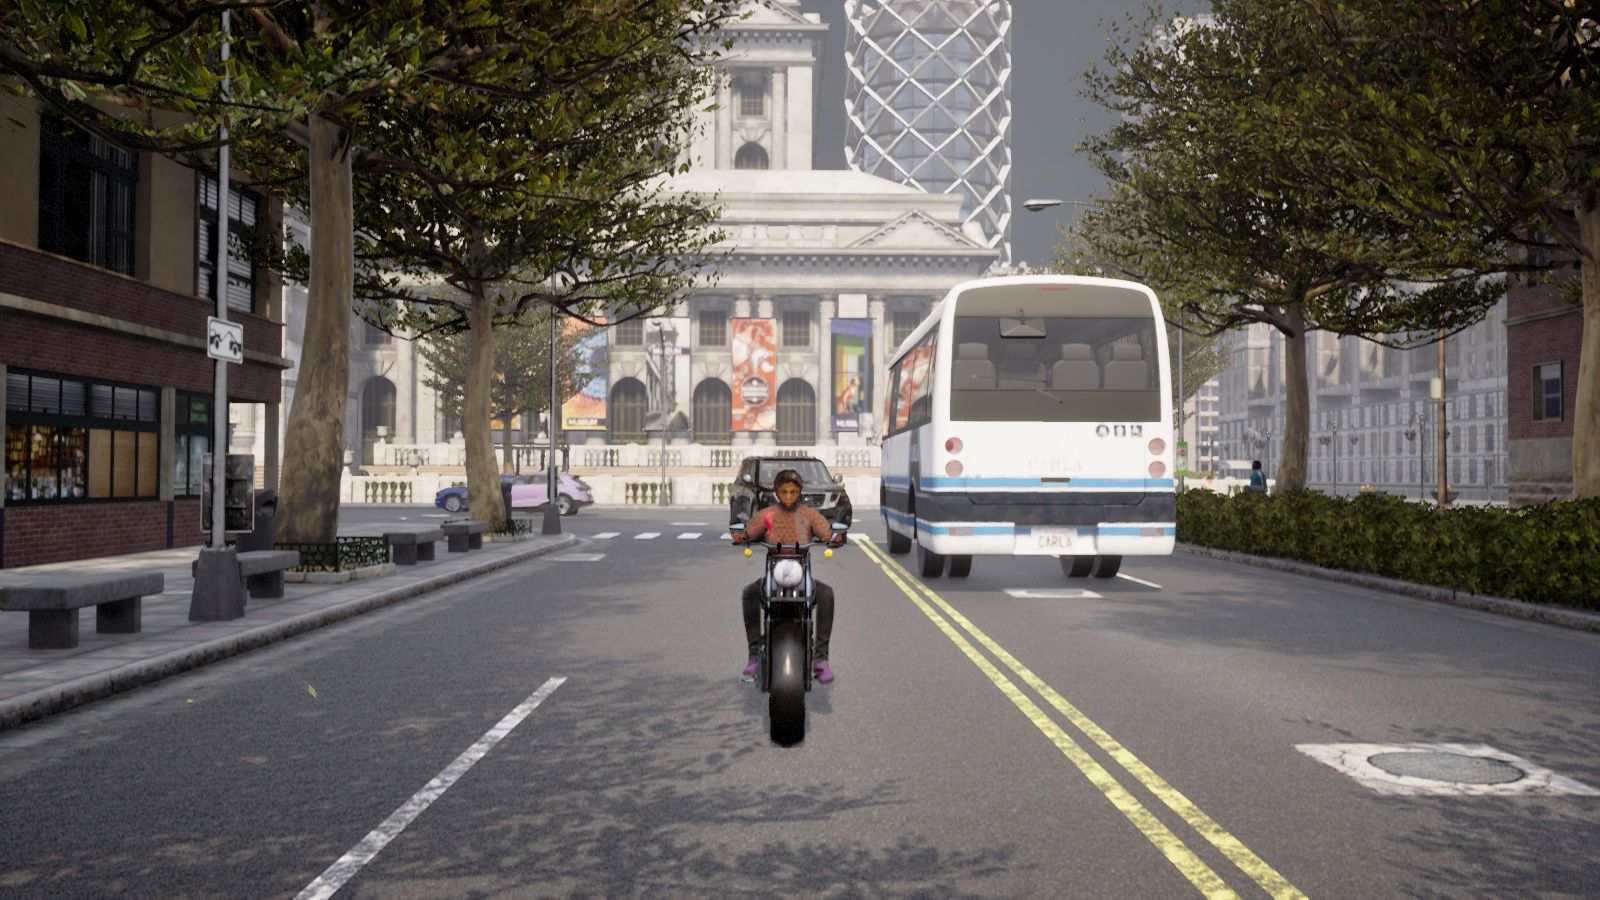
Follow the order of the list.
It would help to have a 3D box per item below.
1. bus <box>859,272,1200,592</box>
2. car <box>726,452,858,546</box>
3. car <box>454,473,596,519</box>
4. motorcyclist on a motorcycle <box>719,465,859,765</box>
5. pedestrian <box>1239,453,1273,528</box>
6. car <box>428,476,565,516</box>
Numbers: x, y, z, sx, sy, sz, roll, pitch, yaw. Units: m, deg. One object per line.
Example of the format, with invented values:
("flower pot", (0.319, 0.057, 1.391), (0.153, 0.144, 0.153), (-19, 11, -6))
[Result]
("bus", (3.303, -0.150, 21.876), (3.944, 4.253, 10.273), (0, -1, 0))
("car", (-0.332, 1.123, 30.316), (2.150, 2.045, 5.566), (0, -1, -12))
("car", (-10.162, 1.687, 46.654), (4.856, 1.649, 2.033), (0, -1, 0))
("motorcyclist on a motorcycle", (-0.070, 0.925, 8.087), (0.766, 1.649, 2.350), (0, -1, -1))
("pedestrian", (11.855, 1.057, 32.640), (0.692, 1.930, 0.396), (0, -1, -7))
("car", (-12.073, 1.809, 50.146), (5.008, 1.535, 1.882), (0, -1, 0))
